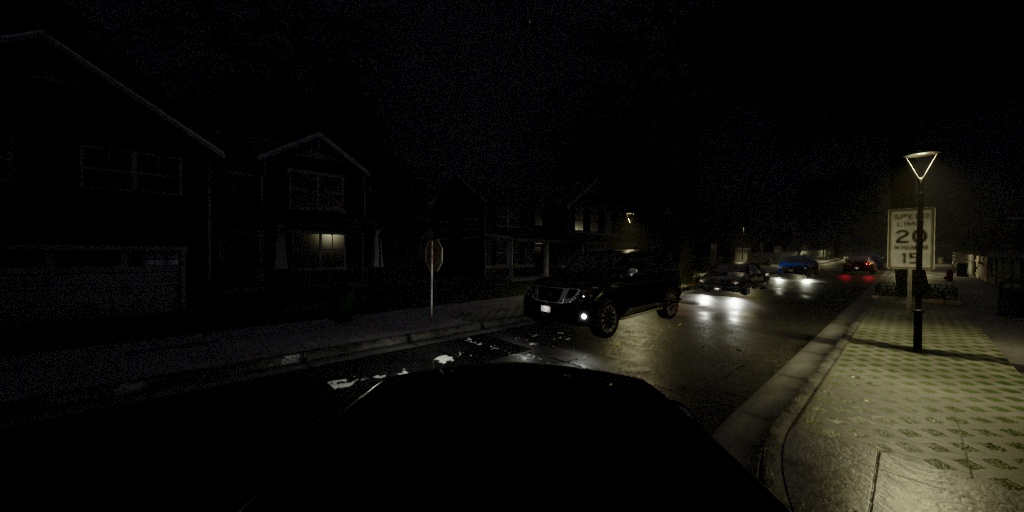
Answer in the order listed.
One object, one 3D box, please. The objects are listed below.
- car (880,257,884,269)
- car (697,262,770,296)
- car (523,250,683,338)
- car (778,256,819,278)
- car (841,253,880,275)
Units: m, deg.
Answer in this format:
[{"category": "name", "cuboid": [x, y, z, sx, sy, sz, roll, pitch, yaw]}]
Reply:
[{"category": "car", "cuboid": [36.602, 0.484, 36.758, 5.008, 1.535, 1.882, -1, 2, -41]}, {"category": "car", "cuboid": [11.039, 1.025, 17.610, 5.357, 1.411, 2.033, -1, 1, -42]}, {"category": "car", "cuboid": [2.833, 0.844, 10.222, 5.566, 2.045, 2.150, -1, 1, -42]}, {"category": "car", "cuboid": [21.839, 0.743, 27.299, 5.008, 1.535, 1.882, -1, 2, -42]}, {"category": "car", "cuboid": [28.965, 0.715, 29.836, 4.674, 1.442, 1.812, -1, 2, -41]}]
